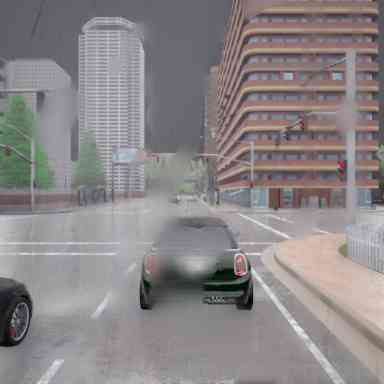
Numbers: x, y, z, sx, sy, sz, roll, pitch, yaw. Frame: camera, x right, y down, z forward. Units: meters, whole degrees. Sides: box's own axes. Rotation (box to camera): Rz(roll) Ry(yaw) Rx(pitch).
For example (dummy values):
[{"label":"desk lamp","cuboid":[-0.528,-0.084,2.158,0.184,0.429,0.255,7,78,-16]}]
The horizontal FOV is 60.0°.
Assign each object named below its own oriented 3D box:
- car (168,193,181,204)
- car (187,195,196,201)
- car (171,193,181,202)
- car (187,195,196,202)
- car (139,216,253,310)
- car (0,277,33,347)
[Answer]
[{"label":"car","cuboid":[-3.539,1.491,63.060,2.128,1.511,4.902,0,0,0]},{"label":"car","cuboid":[-0.188,1.507,85.386,2.128,1.511,4.902,0,0,0]},{"label":"car","cuboid":[-3.668,1.219,76.127,2.150,2.045,5.566,0,0,0]},{"label":"car","cuboid":[-0.168,1.519,76.386,1.812,1.442,4.674,0,0,0]},{"label":"car","cuboid":[0.096,1.352,7.978,2.097,1.767,4.553,0,0,1]},{"label":"car","cuboid":[-3.433,1.526,3.358,1.812,1.442,4.674,0,0,0]}]
